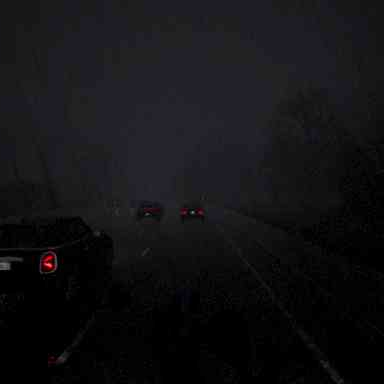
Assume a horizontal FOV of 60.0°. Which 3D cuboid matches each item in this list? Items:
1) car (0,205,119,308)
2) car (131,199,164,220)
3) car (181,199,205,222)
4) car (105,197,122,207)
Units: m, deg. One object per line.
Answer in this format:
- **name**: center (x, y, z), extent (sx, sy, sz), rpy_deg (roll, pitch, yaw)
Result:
- **car**: center (-3.397, 1.354, 8.103), extent (2.097, 1.767, 4.553), rpy_deg (0, 0, 0)
- **car**: center (-3.424, 1.499, 27.916), extent (2.128, 1.511, 4.902), rpy_deg (0, 0, 0)
- **car**: center (0.077, 1.554, 26.733), extent (2.033, 1.411, 5.357), rpy_deg (0, 0, 1)
- **car**: center (-11.378, 1.517, 48.493), extent (1.837, 1.490, 4.892), rpy_deg (0, -1, -4)
